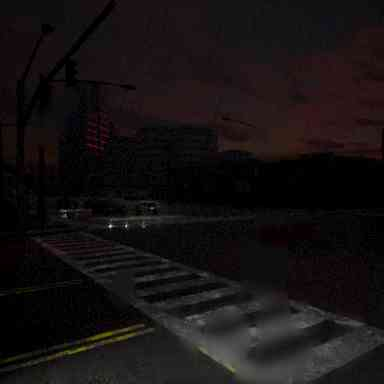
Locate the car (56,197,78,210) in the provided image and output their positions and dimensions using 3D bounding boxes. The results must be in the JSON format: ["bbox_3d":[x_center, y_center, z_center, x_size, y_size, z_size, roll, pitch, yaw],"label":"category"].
[{"bbox_3d":[-16.395,1.501,43.589,1.837,1.490,4.892,0,1,-35],"label":"car"}]

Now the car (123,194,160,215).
[{"bbox_3d":[-5.462,1.221,34.307,2.150,2.045,5.566,0,0,-36],"label":"car"}]

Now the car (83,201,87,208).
[{"bbox_3d":[-13.331,1.563,45.323,1.994,1.385,4.181,0,0,-35],"label":"car"}]

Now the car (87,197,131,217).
[{"bbox_3d":[-8.014,1.478,31.851,1.882,1.535,5.008,0,0,-36],"label":"car"}]
